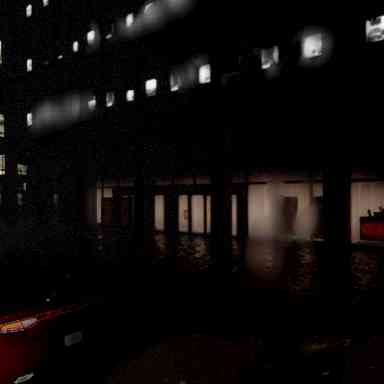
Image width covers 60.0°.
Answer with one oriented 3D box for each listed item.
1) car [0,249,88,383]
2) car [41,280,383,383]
[{"bbox_3d":[-3.185,1.570,5.157,4.507,1.381,1.887,0,-1,36],"label":"car"},{"bbox_3d":[1.294,1.526,1.957,4.829,1.417,1.752,0,-1,36],"label":"car"}]
